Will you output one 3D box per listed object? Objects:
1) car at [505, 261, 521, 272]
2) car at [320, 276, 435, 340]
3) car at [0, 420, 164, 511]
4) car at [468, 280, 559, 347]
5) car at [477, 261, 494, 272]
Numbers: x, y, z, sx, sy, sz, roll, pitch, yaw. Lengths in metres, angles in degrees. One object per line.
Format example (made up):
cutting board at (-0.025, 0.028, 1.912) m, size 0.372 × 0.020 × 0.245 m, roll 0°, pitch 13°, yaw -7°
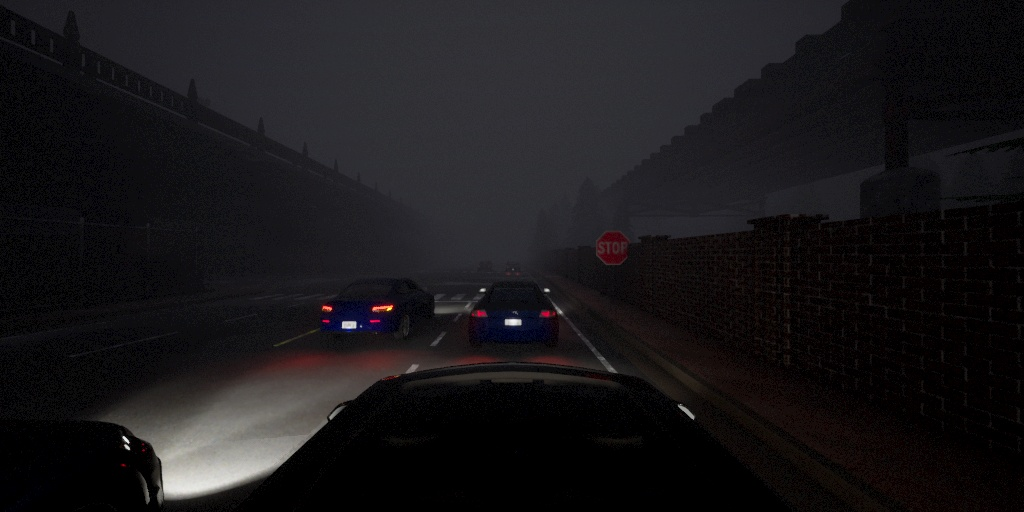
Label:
car at (0.097, 1.351, 46.101) m, size 1.895 × 1.301 × 4.718 m, roll 0°, pitch 0°, yaw -1°
car at (-3.413, 1.276, 9.805) m, size 1.812 × 1.442 × 4.674 m, roll 0°, pitch 0°, yaw 0°
car at (-3.398, 1.314, 0.709) m, size 1.994 × 1.385 × 4.181 m, roll 0°, pitch 0°, yaw 0°
car at (0.069, 1.314, 9.283) m, size 1.994 × 1.385 × 4.181 m, roll 0°, pitch 0°, yaw 1°
car at (-3.398, 1.297, 45.932) m, size 2.033 × 1.411 × 5.357 m, roll 0°, pitch 0°, yaw -1°
